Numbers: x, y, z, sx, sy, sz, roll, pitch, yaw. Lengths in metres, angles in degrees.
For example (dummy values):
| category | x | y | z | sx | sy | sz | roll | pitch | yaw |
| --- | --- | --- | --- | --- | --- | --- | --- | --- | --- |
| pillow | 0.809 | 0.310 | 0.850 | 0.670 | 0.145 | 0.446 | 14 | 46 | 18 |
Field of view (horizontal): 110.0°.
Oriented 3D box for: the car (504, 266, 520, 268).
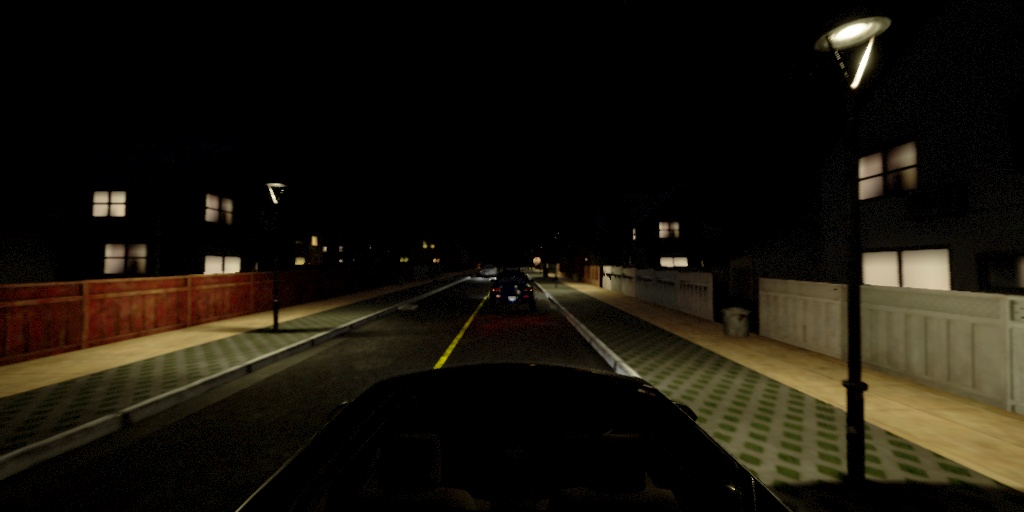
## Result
| category | x | y | z | sx | sy | sz | roll | pitch | yaw |
| --- | --- | --- | --- | --- | --- | --- | --- | --- | --- |
| car | 0.025 | 1.577 | 30.365 | 2.128 | 1.511 | 4.902 | 0 | -1 | 1 |

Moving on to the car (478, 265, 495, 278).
| category | x | y | z | sx | sy | sz | roll | pitch | yaw |
| --- | --- | --- | --- | --- | --- | --- | --- | --- | --- |
| car | -2.767 | 1.757 | 42.027 | 1.812 | 1.442 | 4.674 | 0 | -1 | 0 |

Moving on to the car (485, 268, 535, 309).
| category | x | y | z | sx | sy | sz | roll | pitch | yaw |
| --- | --- | --- | --- | --- | --- | --- | --- | --- | --- |
| car | 0.028 | 1.437 | 15.754 | 1.812 | 1.442 | 4.674 | 0 | 0 | 1 |
